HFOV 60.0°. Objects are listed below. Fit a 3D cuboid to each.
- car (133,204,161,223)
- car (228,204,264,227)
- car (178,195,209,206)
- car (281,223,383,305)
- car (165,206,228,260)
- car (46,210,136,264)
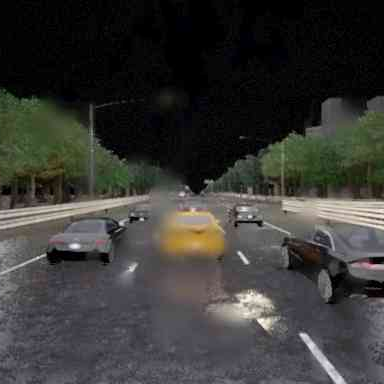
[{"bbox_3d":[-3.436,1.580,25.038,1.895,1.301,4.718,0,0,0],"label":"car"},{"bbox_3d":[3.544,1.534,22.704,2.033,1.411,5.357,0,0,0],"label":"car"},{"bbox_3d":[0.070,1.325,26.181,2.097,1.767,4.553,0,0,0],"label":"car"},{"bbox_3d":[3.550,1.492,8.030,2.128,1.511,4.902,0,0,0],"label":"car"},{"bbox_3d":[0.076,1.477,12.504,1.882,1.535,5.008,0,-1,0],"label":"car"},{"bbox_3d":[-3.427,1.563,11.778,1.994,1.385,4.181,0,0,0],"label":"car"}]
